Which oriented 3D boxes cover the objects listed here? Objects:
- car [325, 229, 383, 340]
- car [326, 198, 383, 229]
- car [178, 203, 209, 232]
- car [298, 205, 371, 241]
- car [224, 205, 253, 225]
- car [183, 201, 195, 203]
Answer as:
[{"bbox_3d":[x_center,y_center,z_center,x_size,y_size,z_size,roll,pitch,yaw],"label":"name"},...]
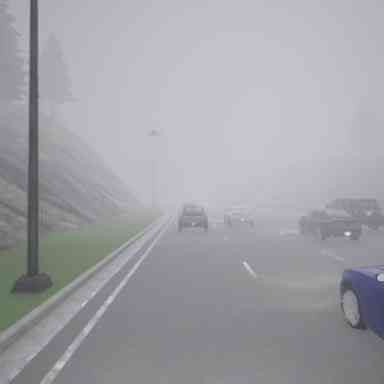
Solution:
[{"bbox_3d":[3.593,1.514,4.000,1.882,1.535,5.008,0,-1,0],"label":"car"},{"bbox_3d":[10.579,1.425,22.567,2.150,2.045,5.566,0,-1,0],"label":"car"},{"bbox_3d":[0.081,1.691,21.853,2.128,1.511,4.902,0,-1,0],"label":"car"},{"bbox_3d":[7.085,1.664,17.554,1.837,1.490,4.892,0,-1,0],"label":"car"},{"bbox_3d":[3.559,1.761,25.882,1.812,1.442,4.674,0,-1,0],"label":"car"},{"bbox_3d":[-0.412,1.845,40.450,1.882,1.535,5.008,0,-1,-4],"label":"car"}]
